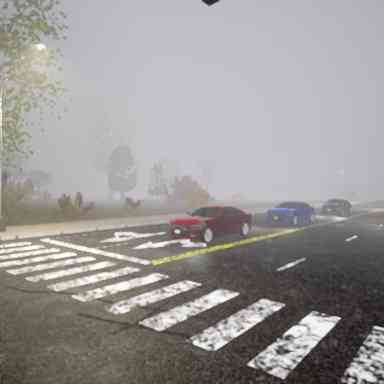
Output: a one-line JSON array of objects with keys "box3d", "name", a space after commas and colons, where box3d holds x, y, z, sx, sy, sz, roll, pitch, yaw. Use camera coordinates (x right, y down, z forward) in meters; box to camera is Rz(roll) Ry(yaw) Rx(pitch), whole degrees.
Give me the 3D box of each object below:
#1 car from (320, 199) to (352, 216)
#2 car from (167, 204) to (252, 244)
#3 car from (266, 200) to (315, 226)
[{"box3d": [13.623, 1.396, 31.295, 1.837, 1.490, 4.892, 1, 1, 39], "name": "car"}, {"box3d": [0.968, 1.347, 15.495, 1.882, 1.535, 5.008, 1, 1, 39], "name": "car"}, {"box3d": [6.832, 1.357, 22.816, 1.882, 1.535, 5.008, 1, 1, 39], "name": "car"}]
